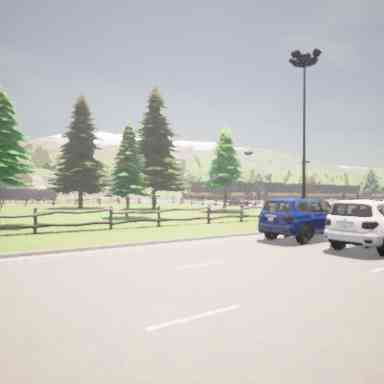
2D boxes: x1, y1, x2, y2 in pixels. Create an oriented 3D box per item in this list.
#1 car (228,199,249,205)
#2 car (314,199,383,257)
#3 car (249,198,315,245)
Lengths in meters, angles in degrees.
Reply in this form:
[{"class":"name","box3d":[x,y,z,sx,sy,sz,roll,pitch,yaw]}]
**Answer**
[{"class":"car","box3d":[9.666,2.052,67.926,2.033,1.411,5.357,1,0,-35]},{"class":"car","box3d":[7.758,1.348,13.705,5.566,2.045,2.150,0,0,-35]},{"class":"car","box3d":[5.721,1.348,16.550,5.566,2.045,2.150,0,0,-36]}]
